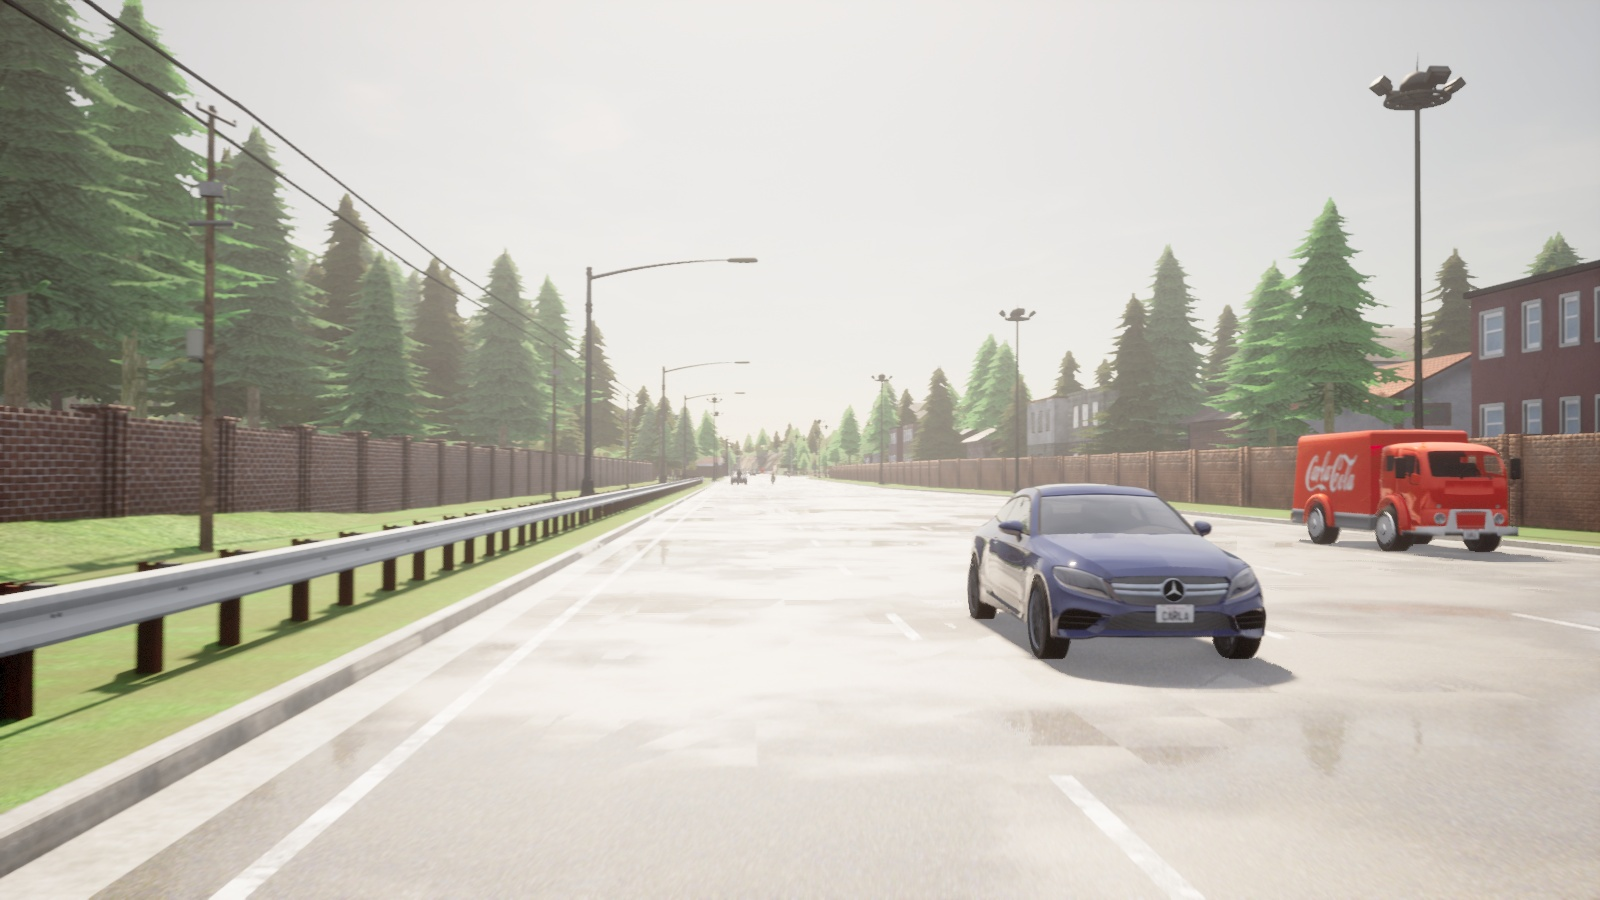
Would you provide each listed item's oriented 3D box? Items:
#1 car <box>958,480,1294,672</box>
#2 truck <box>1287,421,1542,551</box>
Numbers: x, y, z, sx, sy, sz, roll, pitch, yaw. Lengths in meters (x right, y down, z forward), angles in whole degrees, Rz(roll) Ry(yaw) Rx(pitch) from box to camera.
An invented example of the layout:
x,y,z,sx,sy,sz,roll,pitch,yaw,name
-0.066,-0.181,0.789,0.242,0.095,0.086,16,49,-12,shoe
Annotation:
x,y,z,sx,sy,sz,roll,pitch,yaw,name
2.838,1.033,12.107,1.812,1.442,4.674,0,-1,-3,car
12.700,0.727,26.485,2.627,2.467,5.204,0,-1,-3,truck
